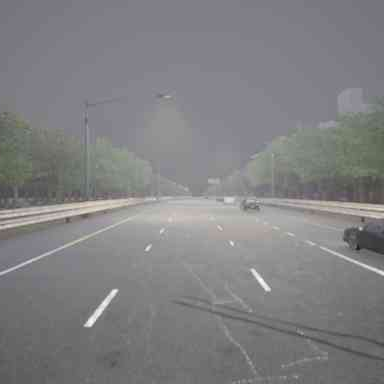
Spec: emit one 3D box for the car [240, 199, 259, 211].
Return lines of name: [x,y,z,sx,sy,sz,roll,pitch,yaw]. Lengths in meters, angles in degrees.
car: [7.029,1.561,40.774,1.812,1.442,4.674,0,0,0]

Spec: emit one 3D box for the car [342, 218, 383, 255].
car: [7.081,1.554,11.082,2.033,1.411,5.357,0,0,-1]

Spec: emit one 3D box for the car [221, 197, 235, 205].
car: [7.117,1.709,63.523,1.812,1.442,4.674,0,-1,0]

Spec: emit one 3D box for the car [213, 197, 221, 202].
car: [7.272,1.952,87.673,1.882,1.535,5.008,0,-1,0]
